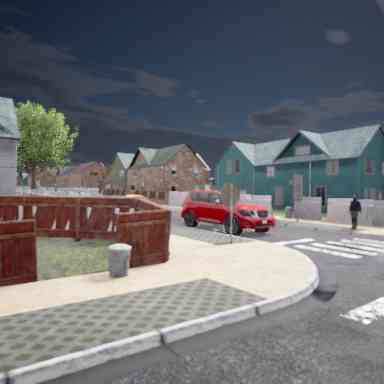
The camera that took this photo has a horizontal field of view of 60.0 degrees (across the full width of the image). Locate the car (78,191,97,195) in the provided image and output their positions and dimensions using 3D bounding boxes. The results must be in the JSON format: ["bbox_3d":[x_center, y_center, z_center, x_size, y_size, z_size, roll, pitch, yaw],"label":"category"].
[{"bbox_3d":[-10.327,0.788,33.875,1.812,1.442,4.674,1,1,-35],"label":"car"}]

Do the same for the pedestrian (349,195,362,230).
[{"bbox_3d":[8.566,1.039,17.541,0.375,1.860,0.375,3,-2,-36],"label":"pedestrian"}]

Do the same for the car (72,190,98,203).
[{"bbox_3d":[-14.303,0.550,44.412,1.882,1.535,5.008,1,1,-35],"label":"car"}]

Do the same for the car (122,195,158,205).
[{"bbox_3d":[-4.318,0.968,25.467,1.882,1.535,5.008,1,1,-36],"label":"car"}]

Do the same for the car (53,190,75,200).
[{"bbox_3d":[-20.372,0.394,52.807,2.033,1.411,5.357,1,1,-36],"label":"car"}]

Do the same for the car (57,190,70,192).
[{"bbox_3d":[-16.332,0.541,42.355,1.837,1.490,4.892,1,1,-35],"label":"car"}]

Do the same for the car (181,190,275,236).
[{"bbox_3d":[1.638,0.940,17.183,2.150,2.045,5.566,1,0,-36],"label":"car"}]
